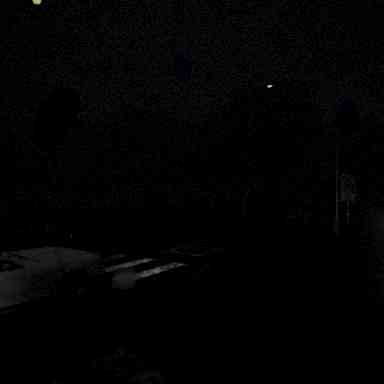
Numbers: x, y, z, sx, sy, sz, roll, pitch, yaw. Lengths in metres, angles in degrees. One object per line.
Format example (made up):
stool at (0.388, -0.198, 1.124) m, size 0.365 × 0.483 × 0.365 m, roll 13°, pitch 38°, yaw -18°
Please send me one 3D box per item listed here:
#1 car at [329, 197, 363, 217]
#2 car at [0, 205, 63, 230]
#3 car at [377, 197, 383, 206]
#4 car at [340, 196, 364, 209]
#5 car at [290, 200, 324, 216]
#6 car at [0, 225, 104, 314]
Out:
car at (13.433, 1.310, 29.182) m, size 2.128 × 1.511 × 4.902 m, roll 0°, pitch 0°, yaw 37°
car at (-5.546, 1.297, 8.844) m, size 2.097 × 1.767 × 4.553 m, roll 0°, pitch 1°, yaw 37°
car at (29.403, 1.412, 50.425) m, size 1.812 × 1.442 × 4.674 m, roll 0°, pitch -1°, yaw 37°
car at (21.585, 1.353, 44.768) m, size 1.882 × 1.535 × 5.008 m, roll 0°, pitch 0°, yaw 37°
car at (10.422, 1.386, 30.079) m, size 1.994 × 1.385 × 4.181 m, roll 0°, pitch 0°, yaw 37°
car at (-3.976, 1.573, 6.014) m, size 1.895 × 1.301 × 4.718 m, roll 1°, pitch 1°, yaw 37°
